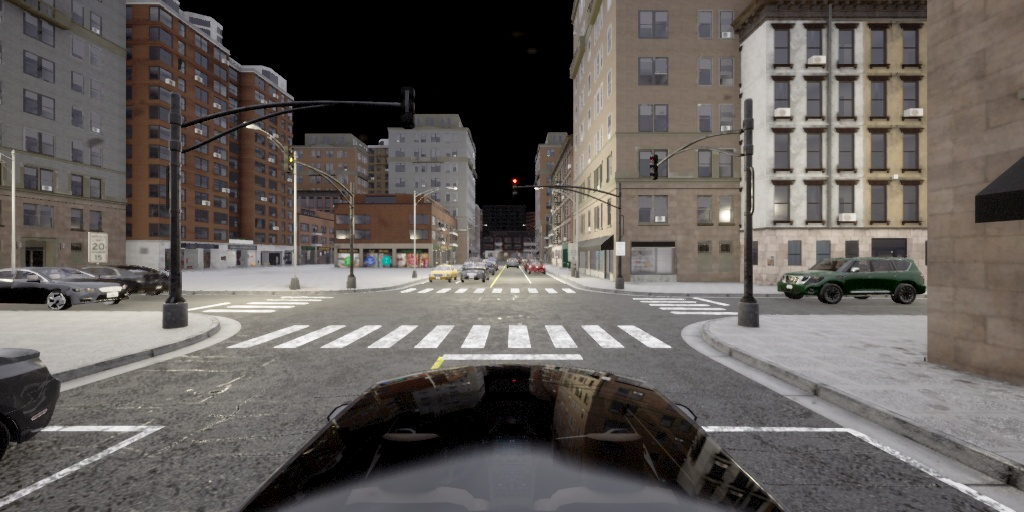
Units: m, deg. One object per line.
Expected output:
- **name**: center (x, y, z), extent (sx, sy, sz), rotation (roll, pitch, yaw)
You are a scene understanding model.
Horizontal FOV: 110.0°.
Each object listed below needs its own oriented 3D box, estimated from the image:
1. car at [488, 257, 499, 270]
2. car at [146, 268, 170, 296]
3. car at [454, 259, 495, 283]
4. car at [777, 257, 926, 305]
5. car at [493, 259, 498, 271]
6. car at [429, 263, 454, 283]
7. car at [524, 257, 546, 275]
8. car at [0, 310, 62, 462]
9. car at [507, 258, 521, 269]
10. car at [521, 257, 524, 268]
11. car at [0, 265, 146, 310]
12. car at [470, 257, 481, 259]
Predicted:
- **car**: center (-2.810, 1.279, 48.183), extent (1.812, 1.442, 4.674), rotation (0, 0, 0)
- **car**: center (-18.494, 1.170, 16.322), extent (4.892, 1.490, 1.837), rotation (0, 0, 0)
- **car**: center (-2.821, 1.242, 28.207), extent (2.128, 1.511, 4.902), rotation (0, 0, 2)
- **car**: center (15.352, 1.057, 16.358), extent (5.566, 2.045, 2.150), rotation (0, 0, -2)
- **car**: center (-2.824, 1.316, 38.108), extent (1.994, 1.385, 4.181), rotation (0, 0, 0)
- **car**: center (-5.373, 1.276, 28.387), extent (1.751, 1.417, 4.829), rotation (0, 0, 0)
- **car**: center (2.659, 1.192, 39.875), extent (1.967, 1.591, 4.097), rotation (0, 0, 0)
- **car**: center (-5.388, 1.300, 1.711), extent (2.007, 1.370, 4.403), rotation (0, 0, 0)
- **car**: center (0.126, 1.318, 58.606), extent (1.994, 1.385, 4.181), rotation (0, 0, 1)
- **car**: center (2.662, 1.067, 45.537), extent (2.192, 1.841, 5.009), rotation (0, 0, 0)
- **car**: center (-17.276, 1.162, 13.382), extent (4.902, 1.511, 2.128), rotation (0, 0, 2)
- **car**: center (-5.359, 1.068, 51.205), extent (2.192, 1.841, 5.009), rotation (0, 0, 0)
